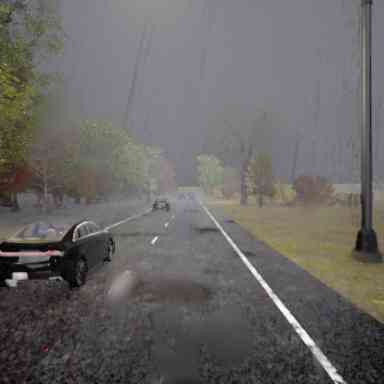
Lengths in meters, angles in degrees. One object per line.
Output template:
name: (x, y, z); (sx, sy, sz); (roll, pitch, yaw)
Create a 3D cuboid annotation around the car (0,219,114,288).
car: (-3.497, 1.489, 9.189); (2.128, 1.511, 4.902); (0, 0, 0)

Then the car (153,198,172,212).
car: (-3.489, 1.465, 38.961); (2.128, 1.511, 4.902); (0, 0, 0)
